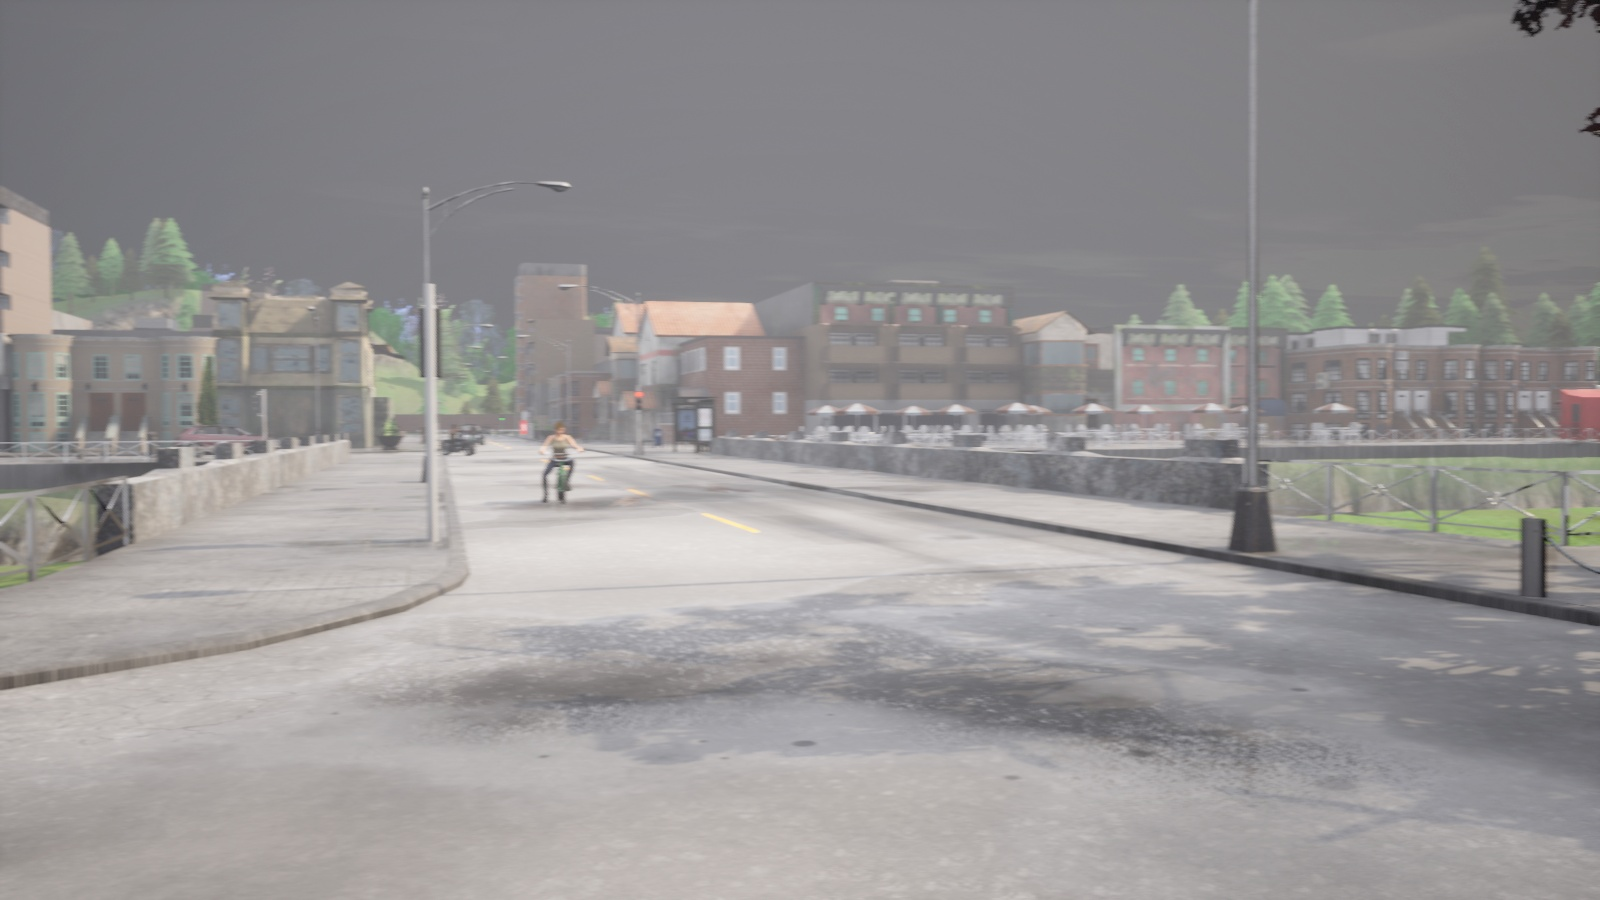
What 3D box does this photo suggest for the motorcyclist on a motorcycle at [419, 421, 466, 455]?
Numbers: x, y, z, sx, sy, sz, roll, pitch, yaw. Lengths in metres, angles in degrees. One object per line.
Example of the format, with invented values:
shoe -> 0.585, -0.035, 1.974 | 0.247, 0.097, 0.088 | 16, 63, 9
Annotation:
motorcyclist on a motorcycle -> -17.658, -0.608, 61.949 | 2.350, 1.649, 0.766 | 1, 4, 30

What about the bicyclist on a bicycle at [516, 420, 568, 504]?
bicyclist on a bicycle -> -5.105, 0.210, 24.799 | 0.866, 1.612, 1.509 | 0, 1, -17

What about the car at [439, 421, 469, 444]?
car -> -25.899, -1.342, 94.007 | 2.033, 1.649, 4.856 | 0, 1, -17

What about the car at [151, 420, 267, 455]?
car -> -28.872, -0.632, 61.493 | 4.856, 1.649, 2.033 | 0, 1, -17
